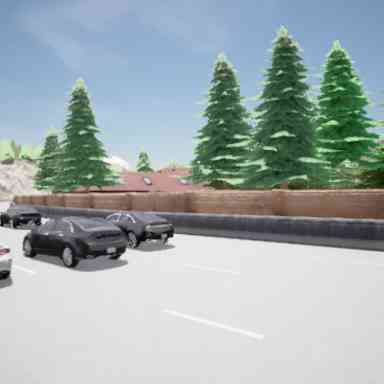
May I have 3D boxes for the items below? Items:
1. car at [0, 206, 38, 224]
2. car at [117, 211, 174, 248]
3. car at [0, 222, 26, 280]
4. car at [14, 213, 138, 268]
[{"bbox_3d":[-12.787,1.827,24.697,1.837,1.490,4.892,0,0,-43],"label":"car"},{"bbox_3d":[-2.970,1.643,15.386,4.902,1.511,2.128,-1,-1,41],"label":"car"},{"bbox_3d":[-6.636,1.664,9.290,4.674,1.442,1.812,-1,-1,41],"label":"car"},{"bbox_3d":[-4.330,1.638,11.921,4.892,1.490,1.837,-2,-2,41],"label":"car"}]
